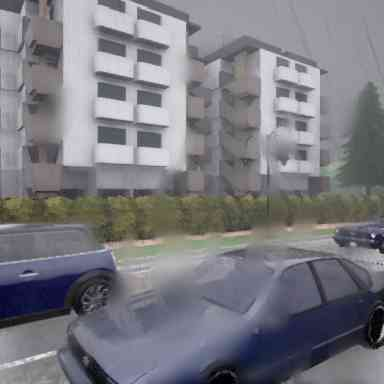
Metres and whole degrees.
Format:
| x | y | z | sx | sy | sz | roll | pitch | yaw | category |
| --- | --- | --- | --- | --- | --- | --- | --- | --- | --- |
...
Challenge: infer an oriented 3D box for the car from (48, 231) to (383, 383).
| x | y | z | sx | sy | sz | roll | pitch | yaw | category |
| --- | --- | --- | --- | --- | --- | --- | --- | --- | --- |
| 1.079 | 1.548 | 4.712 | 5.357 | 1.411 | 2.033 | 0 | 0 | -36 | car |

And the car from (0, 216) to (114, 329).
| x | y | z | sx | sy | sz | roll | pitch | yaw | category |
| --- | --- | --- | --- | --- | --- | --- | --- | --- | --- |
| -3.542 | 1.352 | 5.671 | 4.553 | 1.767 | 2.097 | 0 | 0 | -35 | car |

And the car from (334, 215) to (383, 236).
| x | y | z | sx | sy | sz | roll | pitch | yaw | category |
| --- | --- | --- | --- | --- | --- | --- | --- | --- | --- |
| 7.821 | 1.601 | 13.303 | 4.718 | 1.301 | 1.895 | 0 | 0 | -30 | car |
